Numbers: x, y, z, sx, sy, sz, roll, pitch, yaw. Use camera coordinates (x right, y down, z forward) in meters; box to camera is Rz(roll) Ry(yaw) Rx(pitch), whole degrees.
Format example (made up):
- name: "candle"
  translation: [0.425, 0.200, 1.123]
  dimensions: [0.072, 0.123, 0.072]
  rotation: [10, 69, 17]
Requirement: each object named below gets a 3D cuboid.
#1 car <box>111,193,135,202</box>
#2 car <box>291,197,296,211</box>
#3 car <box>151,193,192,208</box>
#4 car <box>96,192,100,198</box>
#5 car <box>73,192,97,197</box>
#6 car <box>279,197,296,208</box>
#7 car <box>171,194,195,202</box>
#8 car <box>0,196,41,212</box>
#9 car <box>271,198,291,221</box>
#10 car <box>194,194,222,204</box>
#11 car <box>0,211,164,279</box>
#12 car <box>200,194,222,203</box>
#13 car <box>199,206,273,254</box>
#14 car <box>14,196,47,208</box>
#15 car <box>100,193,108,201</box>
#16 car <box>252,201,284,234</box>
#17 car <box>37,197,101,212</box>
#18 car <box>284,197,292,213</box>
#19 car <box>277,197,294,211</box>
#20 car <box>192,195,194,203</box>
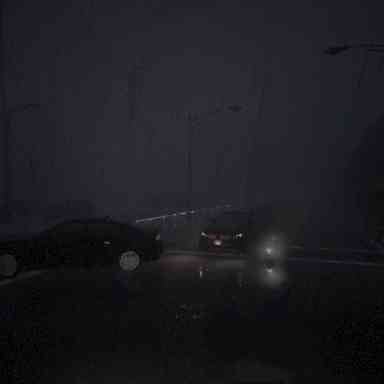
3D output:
- name: "car"
  translation: [-13.529, 1.042, 65.306]
  dimensions: [4.605, 1.855, 1.932]
  rotation: [0, 0, 19]
- name: "car"
  translation: [9.947, 1.543, 36.450]
  dimensions: [1.994, 1.385, 4.181]
  rotation: [0, 0, 19]
- name: "car"
  translation: [-2.784, 1.072, 41.723]
  dimensions: [4.605, 1.855, 1.932]
  rotation: [0, 0, 19]
- name: "car"
  translation: [-21.565, 1.294, 68.013]
  dimensions: [3.806, 1.475, 1.970]
  rotation: [0, 0, 19]
- name: "car"
  translation: [-18.232, 1.246, 53.750]
  dimensions: [4.514, 1.523, 2.007]
  rotation: [0, 0, 19]
- name: "car"
  translation: [13.746, 1.467, 47.567]
  dimensions: [2.128, 1.511, 4.902]
  rotation: [0, 0, 19]
- name: "car"
  translation: [-1.811, 1.255, 68.636]
  dimensions: [4.514, 1.523, 2.007]
  rotation: [0, 0, 19]
- name: "car"
  translation: [-14.984, 1.353, 29.404]
  dimensions: [3.806, 1.475, 1.970]
  rotation: [0, 0, 19]
- name: "car"
  translation: [5.983, 1.474, 24.864]
  dimensions: [2.128, 1.511, 4.902]
  rotation: [0, 0, 19]
- name: "car"
  translation: [1.904, 1.123, 56.713]
  dimensions: [5.027, 1.636, 2.152]
  rotation: [0, 0, 19]
- name: "car"
  translation: [-3.358, 1.474, 9.814]
  dimensions: [5.008, 1.535, 1.882]
  rotation: [0, 0, -14]
- name: "car"
  translation: [3.674, 1.200, 62.890]
  dimensions: [3.806, 1.475, 1.970]
  rotation: [0, 0, 19]
- name: "car"
  translation: [1.881, 1.514, 13.826]
  dimensions: [1.812, 1.442, 4.674]
  rotation: [0, 0, 25]
- name: "car"
  translation: [-21.505, 1.270, 44.308]
  dimensions: [3.633, 1.501, 1.845]
  rotation: [0, 0, 19]
- name: "car"
  translation: [-19.911, 1.010, 70.961]
  dimensions: [3.866, 1.878, 1.905]
  rotation: [0, 0, 19]
- name: "car"
  translation: [4.049, 1.489, 19.226]
  dimensions: [1.837, 1.490, 4.892]
  rotation: [0, 0, 19]
- name: "car"
  translation: [-8.926, 1.354, 24.184]
  dimensions: [3.633, 1.501, 1.845]
  rotation: [0, 0, 19]
- name: "car"
  translation: [7.883, 1.486, 30.420]
  dimensions: [1.837, 1.490, 4.892]
  rotation: [0, 0, 19]
- name: "car"
  translation: [11.842, 1.482, 41.999]
  dimensions: [1.837, 1.490, 4.892]
  rotation: [0, 0, 19]
- name: "car"
  translation: [-2.234, 1.051, 44.606]
  dimensions: [3.866, 1.878, 1.905]
  rotation: [0, 0, 19]
